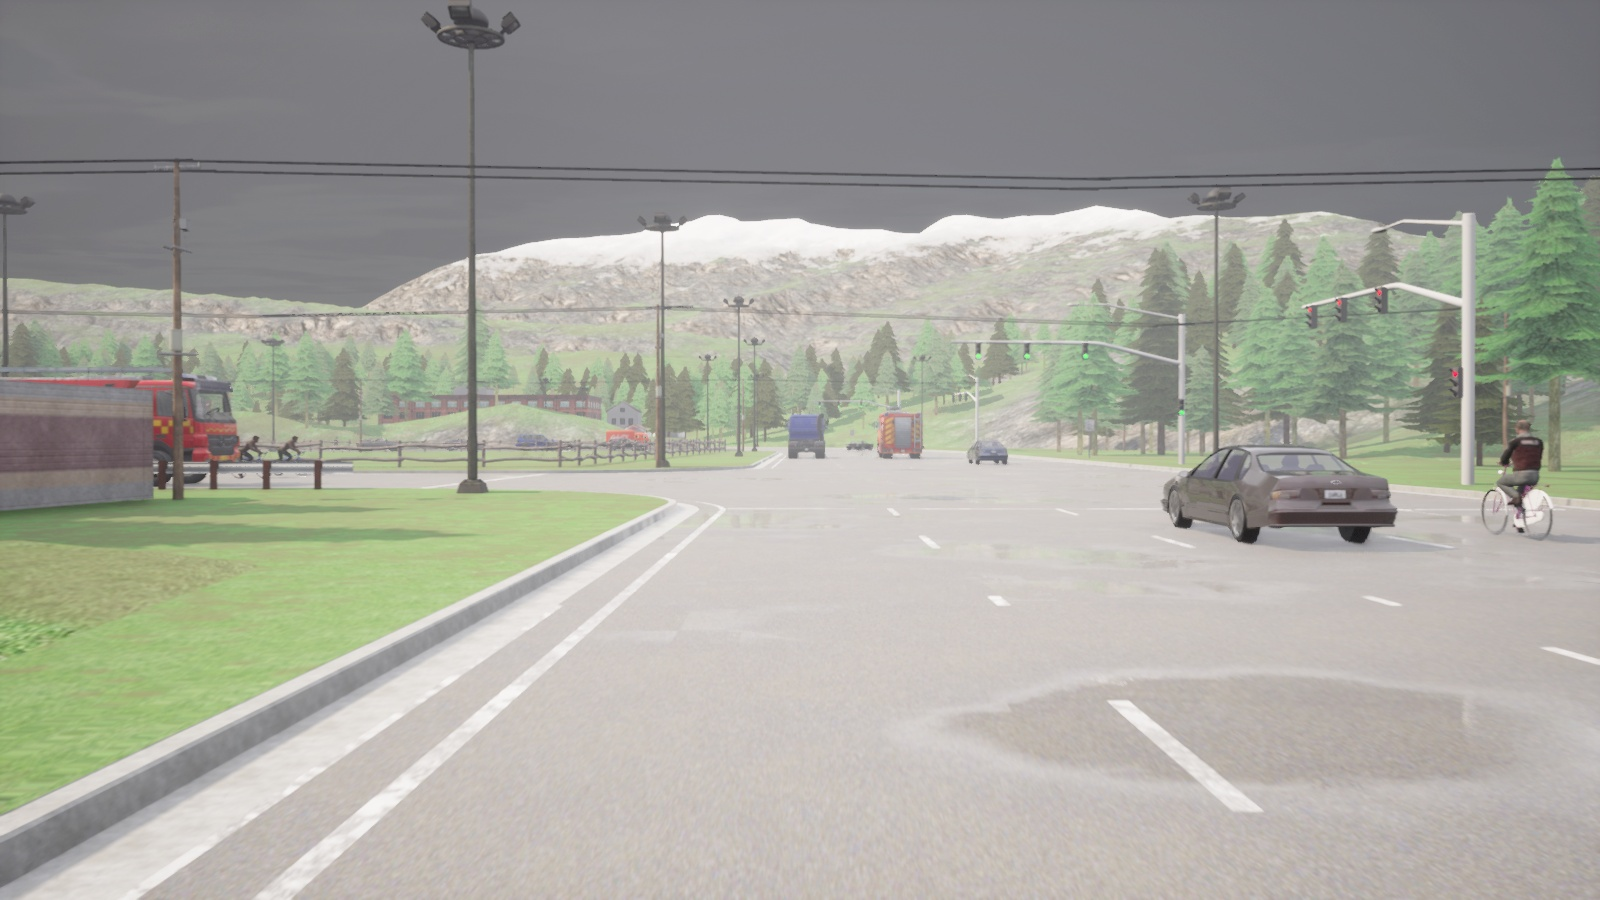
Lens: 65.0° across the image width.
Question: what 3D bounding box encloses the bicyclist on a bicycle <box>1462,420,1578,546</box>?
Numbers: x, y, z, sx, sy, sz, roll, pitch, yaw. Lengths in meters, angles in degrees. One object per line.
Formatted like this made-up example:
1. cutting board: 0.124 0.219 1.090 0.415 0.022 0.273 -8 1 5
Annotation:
1. bicyclist on a bicycle: 10.610 0.456 18.578 0.659 1.776 1.843 0 1 0

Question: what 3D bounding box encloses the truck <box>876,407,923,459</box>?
1. truck: 7.508 -1.283 95.546 2.891 3.827 8.468 0 1 0

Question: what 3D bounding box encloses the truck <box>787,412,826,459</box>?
1. truck: 0.514 -1.114 96.429 2.891 3.462 7.936 0 1 0

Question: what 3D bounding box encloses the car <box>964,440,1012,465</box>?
1. car: 10.897 0.136 73.082 2.033 1.411 5.357 0 1 0

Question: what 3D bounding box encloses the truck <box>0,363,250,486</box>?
1. truck: -22.600 -0.805 40.491 8.468 3.827 2.891 0 1 -1

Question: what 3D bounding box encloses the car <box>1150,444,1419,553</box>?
1. car: 7.115 0.624 19.183 2.033 1.411 5.357 0 1 0
